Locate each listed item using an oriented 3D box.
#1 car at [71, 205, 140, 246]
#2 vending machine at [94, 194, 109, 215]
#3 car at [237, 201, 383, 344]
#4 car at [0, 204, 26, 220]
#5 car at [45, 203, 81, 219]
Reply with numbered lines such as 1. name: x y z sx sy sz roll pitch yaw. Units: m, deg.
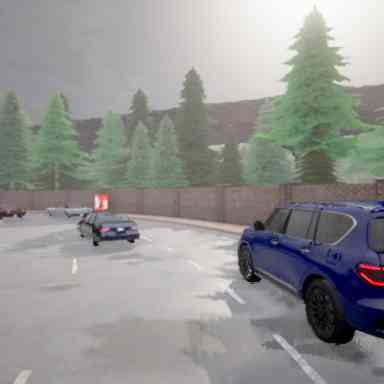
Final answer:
1. car: -4.046 1.553 15.565 2.033 1.411 5.357 -1 0 -28
2. vending machine: -8.859 1.210 32.733 0.880 2.100 1.100 0 0 38
3. car: 2.659 1.183 6.613 2.150 2.045 5.566 0 0 -10
4. car: -16.646 1.696 29.020 4.718 1.301 1.895 0 0 33
5. car: -10.922 1.642 29.169 4.718 1.301 1.895 0 0 39
